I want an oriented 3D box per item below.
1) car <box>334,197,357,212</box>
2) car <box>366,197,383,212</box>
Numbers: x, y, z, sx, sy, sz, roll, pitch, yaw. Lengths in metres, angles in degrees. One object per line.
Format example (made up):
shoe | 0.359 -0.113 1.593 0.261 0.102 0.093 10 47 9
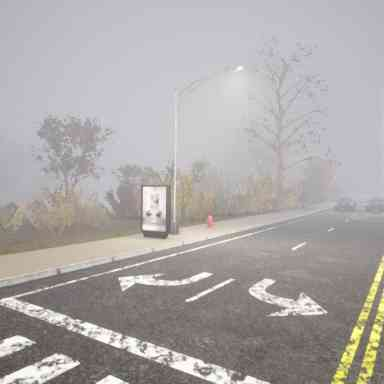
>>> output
car | 18.466 1.389 39.926 2.097 1.767 4.553 0 0 30
car | 21.280 1.392 38.300 2.097 1.767 4.553 0 0 30
